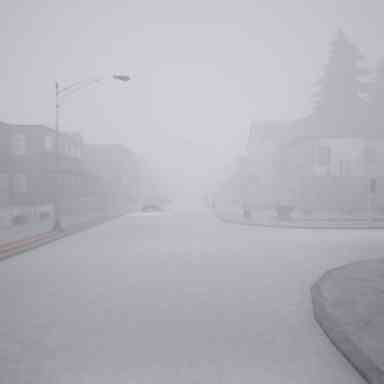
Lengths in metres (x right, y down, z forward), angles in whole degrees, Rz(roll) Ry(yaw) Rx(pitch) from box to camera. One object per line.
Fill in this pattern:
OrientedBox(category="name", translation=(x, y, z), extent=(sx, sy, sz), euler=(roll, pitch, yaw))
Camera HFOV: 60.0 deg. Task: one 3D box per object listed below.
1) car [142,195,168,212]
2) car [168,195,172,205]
OrientedBox(category="car", translation=(-4.076, 1.317, 35.297), extent=(2.033, 1.411, 5.357), euler=(0, 0, 0))
OrientedBox(category="car", translation=(-4.056, 1.186, 49.243), extent=(1.837, 1.490, 4.892), euler=(0, 0, 0))
